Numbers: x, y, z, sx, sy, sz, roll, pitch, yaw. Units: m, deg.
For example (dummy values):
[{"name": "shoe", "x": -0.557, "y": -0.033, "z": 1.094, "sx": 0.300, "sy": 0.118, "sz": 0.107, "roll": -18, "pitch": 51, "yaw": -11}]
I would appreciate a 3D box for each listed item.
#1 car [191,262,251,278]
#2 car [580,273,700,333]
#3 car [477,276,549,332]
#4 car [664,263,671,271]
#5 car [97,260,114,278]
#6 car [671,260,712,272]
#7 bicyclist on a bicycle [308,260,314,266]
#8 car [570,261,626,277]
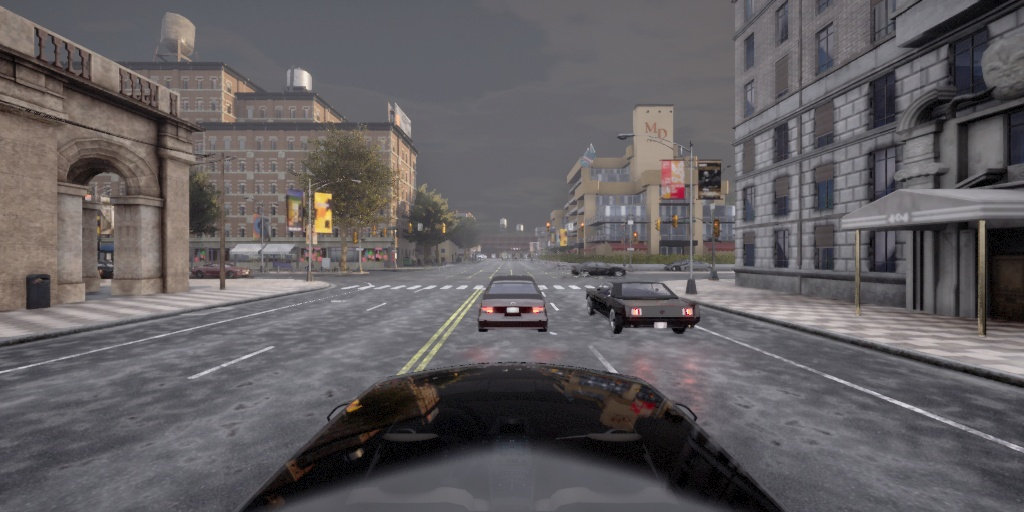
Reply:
[{"name": "car", "x": -26.696, "y": 1.276, "z": 32.946, "sx": 4.674, "sy": 1.442, "sz": 1.812, "roll": 0, "pitch": 0, "yaw": 0}, {"name": "car", "x": 3.520, "y": 1.351, "z": 10.703, "sx": 1.895, "sy": 1.301, "sz": 4.718, "roll": 0, "pitch": 0, "yaw": 0}, {"name": "car", "x": 0.019, "y": 1.297, "z": 10.821, "sx": 2.033, "sy": 1.411, "sz": 5.357, "roll": 0, "pitch": 0, "yaw": 0}, {"name": "car", "x": 23.004, "y": 1.242, "z": 48.255, "sx": 4.902, "sy": 1.511, "sz": 2.128, "roll": 0, "pitch": 0, "yaw": 0}, {"name": "car", "x": -37.059, "y": 1.276, "z": 32.924, "sx": 4.674, "sy": 1.442, "sz": 1.812, "roll": 0, "pitch": 0, "yaw": 0}, {"name": "car", "x": 22.709, "y": 1.314, "z": 44.758, "sx": 4.181, "sy": 1.385, "sz": 1.994, "roll": 0, "pitch": 0, "yaw": 0}, {"name": "bicyclist on a bicycle", "x": -31.369, "y": 1.050, "z": 55.916, "sx": 0.582, "sy": 1.620, "sz": 1.656, "roll": 0, "pitch": 0, "yaw": 0}, {"name": "car", "x": 7.918, "y": 1.227, "z": 33.031, "sx": 5.008, "sy": 1.535, "sz": 1.882, "roll": 0, "pitch": 0, "yaw": 0}]
